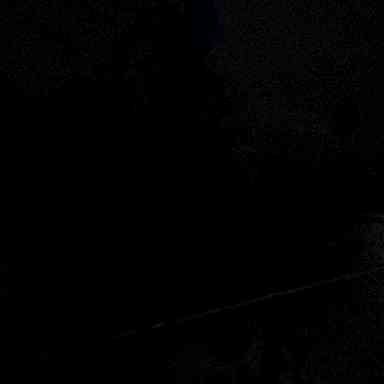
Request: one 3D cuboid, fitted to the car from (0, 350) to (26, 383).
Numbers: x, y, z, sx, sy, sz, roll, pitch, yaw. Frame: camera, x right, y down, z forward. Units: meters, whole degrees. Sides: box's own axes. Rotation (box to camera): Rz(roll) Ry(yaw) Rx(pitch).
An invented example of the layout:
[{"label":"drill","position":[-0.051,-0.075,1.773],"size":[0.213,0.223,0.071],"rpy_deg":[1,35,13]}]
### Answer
[{"label":"car","position":[-3.346,1.487,1.339],"size":[4.902,1.511,2.128],"rpy_deg":[0,0,-35]}]
